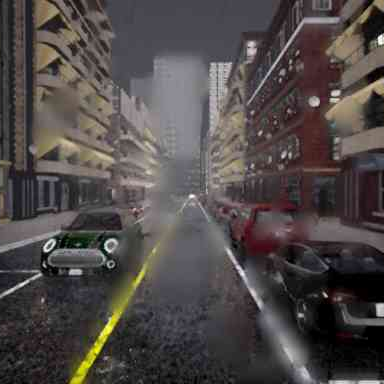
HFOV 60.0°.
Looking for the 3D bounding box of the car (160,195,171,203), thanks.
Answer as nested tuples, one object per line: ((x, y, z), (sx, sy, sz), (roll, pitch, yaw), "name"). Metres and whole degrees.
((-5.295, 1.421, 67.415), (1.967, 1.590, 4.097), (-1, 0, 0), "car")

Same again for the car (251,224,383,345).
((2.560, 1.565, 6.393), (1.947, 1.339, 4.313), (-1, 0, 0), "car")

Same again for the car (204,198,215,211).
((2.572, 1.559, 34.138), (1.947, 1.339, 4.313), (-1, 0, 0), "car")

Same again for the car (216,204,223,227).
((2.565, 1.548, 17.491), (2.008, 1.369, 4.403), (-1, 0, 0), "car")

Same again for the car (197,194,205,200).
((2.597, 1.408, 95.177), (1.967, 1.590, 4.097), (-1, 0, 0), "car")

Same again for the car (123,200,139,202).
((-5.312, 1.435, 28.571), (1.967, 1.590, 4.097), (-1, 0, 0), "car")

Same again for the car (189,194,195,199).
((0.042, 1.346, 95.429), (1.812, 1.442, 4.674), (0, 0, 0), "car")

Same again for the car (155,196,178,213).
((-2.826, 1.483, 36.975), (2.128, 1.511, 4.902), (0, 0, 0), "car")

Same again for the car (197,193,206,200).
((2.593, 1.285, 89.628), (2.192, 1.841, 5.009), (-1, 0, 0), "car")

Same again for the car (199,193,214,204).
((2.576, 1.302, 50.785), (2.192, 1.841, 5.009), (-1, 0, 0), "car")

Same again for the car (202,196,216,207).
((2.574, 1.542, 39.687), (2.008, 1.369, 4.403), (-1, 0, 0), "car")

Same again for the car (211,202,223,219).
((2.567, 1.578, 23.040), (1.802, 1.307, 4.206), (-1, 0, 0), "car")

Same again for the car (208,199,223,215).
((2.570, 1.576, 28.589), (1.802, 1.307, 4.206), (-1, 0, 0), "car")

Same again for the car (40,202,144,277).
((-2.816, 1.350, 10.308), (2.097, 1.767, 4.553), (0, 0, 0), "car")

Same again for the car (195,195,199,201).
((2.261, 1.502, 77.224), (1.812, 1.442, 4.674), (0, 0, 0), "car")

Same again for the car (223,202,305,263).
((2.559, 1.313, 11.942), (2.192, 1.841, 5.009), (-1, 0, 0), "car")

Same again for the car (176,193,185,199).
((-2.715, 1.023, 78.592), (2.097, 1.767, 4.553), (0, 0, 0), "car")
